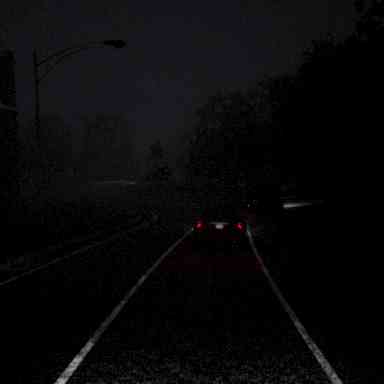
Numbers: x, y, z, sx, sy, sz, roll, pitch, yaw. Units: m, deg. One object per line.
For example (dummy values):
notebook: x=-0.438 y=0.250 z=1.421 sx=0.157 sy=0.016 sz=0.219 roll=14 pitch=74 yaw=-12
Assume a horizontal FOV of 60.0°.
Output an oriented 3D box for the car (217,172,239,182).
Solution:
car: x=8.105 y=-2.948 z=70.109 sx=4.902 sy=1.511 sz=2.128 roll=1 pitch=6 yaw=12

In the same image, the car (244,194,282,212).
car: x=6.390 y=0.932 z=29.855 sx=2.128 sy=1.511 sz=4.902 roll=5 pitch=3 yaw=41

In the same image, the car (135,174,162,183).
car: x=-9.058 y=-2.593 z=66.031 sx=4.892 sy=1.490 sz=1.837 roll=-5 pitch=6 yaw=-41

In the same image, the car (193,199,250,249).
car: x=1.267 y=1.347 z=14.865 sx=2.097 sy=1.767 sz=4.553 roll=1 pitch=0 yaw=6
